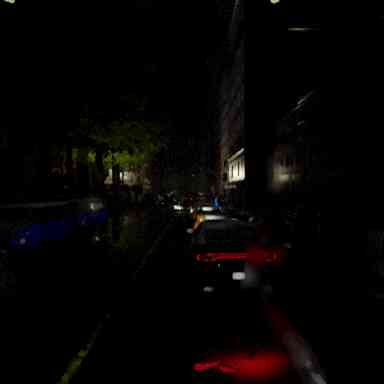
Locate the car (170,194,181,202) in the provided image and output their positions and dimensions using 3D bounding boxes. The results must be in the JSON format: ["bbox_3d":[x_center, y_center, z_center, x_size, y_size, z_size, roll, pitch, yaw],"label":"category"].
[{"bbox_3d":[-3.077,1.125,61.774,1.812,1.442,4.674,0,0,0],"label":"car"}]

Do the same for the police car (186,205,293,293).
[{"bbox_3d":[0.889,1.375,8.891,1.930,1.638,5.238,0,0,0],"label":"police car"}]

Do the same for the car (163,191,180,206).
[{"bbox_3d":[-3.133,1.055,47.295,2.097,1.767,4.553,0,0,0],"label":"car"}]

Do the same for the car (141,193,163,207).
[{"bbox_3d":[-5.726,1.027,46.061,2.192,1.841,5.009,0,0,0],"label":"car"}]

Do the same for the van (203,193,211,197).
[{"bbox_3d":[2.798,1.053,46.112,1.690,1.788,3.998,0,0,0],"label":"van"}]

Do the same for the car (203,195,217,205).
[{"bbox_3d":[2.792,1.238,51.774,1.947,1.339,4.313,0,0,0],"label":"car"}]

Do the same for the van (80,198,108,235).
[{"bbox_3d":[-5.692,1.237,17.772,1.690,1.788,3.998,0,0,0],"label":"van"}]

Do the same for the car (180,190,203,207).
[{"bbox_3d":[-0.053,0.942,44.772,2.150,2.045,5.566,0,0,0],"label":"car"}]

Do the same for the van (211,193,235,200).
[{"bbox_3d":[2.819,1.167,29.131,1.690,1.788,3.998,0,0,0],"label":"van"}]

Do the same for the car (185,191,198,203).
[{"bbox_3d":[-0.074,0.839,59.366,2.150,2.045,5.566,0,0,0],"label":"car"}]

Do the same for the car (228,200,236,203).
[{"bbox_3d":[2.826,1.443,23.472,1.802,1.307,4.206,0,0,0],"label":"car"}]

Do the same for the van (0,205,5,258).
[{"bbox_3d":[-5.678,1.304,6.457,1.690,1.788,3.998,0,0,0],"label":"van"}]

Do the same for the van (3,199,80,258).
[{"bbox_3d":[-5.686,1.271,12.114,1.690,1.788,3.998,0,0,0],"label":"van"}]

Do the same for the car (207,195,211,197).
[{"bbox_3d":[2.813,1.333,34.793,1.887,1.381,4.507,0,0,0],"label":"car"}]

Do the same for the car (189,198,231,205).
[{"bbox_3d":[0.876,1.345,18.971,1.801,1.575,5.366,0,0,0],"label":"car"}]

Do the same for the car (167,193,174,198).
[{"bbox_3d":[-5.781,0.919,89.580,1.752,1.417,4.829,0,0,0],"label":"car"}]

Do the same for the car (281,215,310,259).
[{"bbox_3d":[2.841,1.475,12.151,1.887,1.381,4.507,0,0,0],"label":"car"}]

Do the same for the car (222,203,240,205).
[{"bbox_3d":[2.834,1.478,17.812,1.802,1.307,4.206,0,0,0],"label":"car"}]
